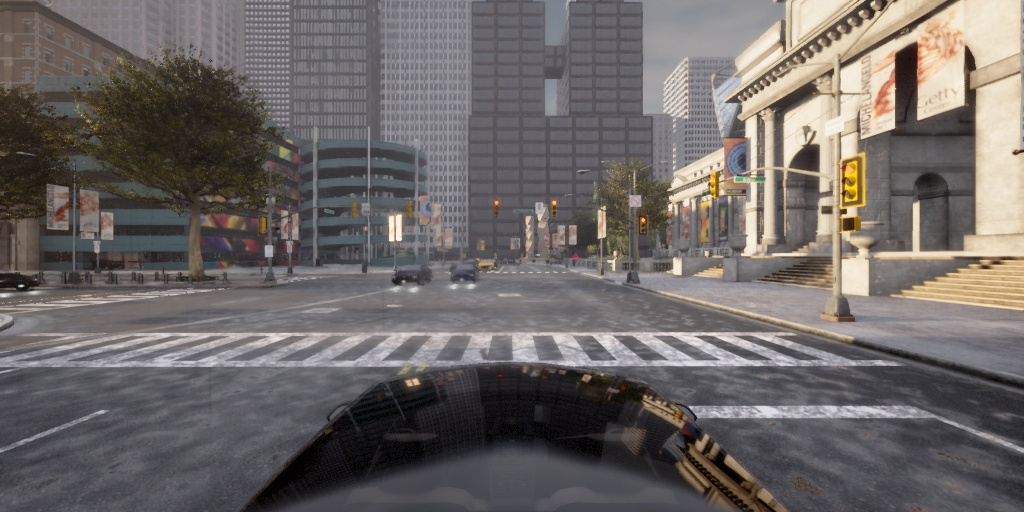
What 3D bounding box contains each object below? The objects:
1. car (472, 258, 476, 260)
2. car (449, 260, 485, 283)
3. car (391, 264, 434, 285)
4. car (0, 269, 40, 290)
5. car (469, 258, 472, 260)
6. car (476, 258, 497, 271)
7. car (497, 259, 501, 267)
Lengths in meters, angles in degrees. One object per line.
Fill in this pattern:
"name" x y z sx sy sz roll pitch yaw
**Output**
"car" -6.970 1.297 61.799 2.033 1.411 5.357 0 0 0
"car" -3.548 1.297 28.070 2.033 1.411 5.357 0 0 0
"car" -7.052 1.297 26.034 2.033 1.411 5.357 0 0 0
"car" -30.245 1.297 20.156 5.357 1.411 2.033 0 0 0
"car" -7.007 1.298 47.829 2.033 1.411 5.357 0 0 0
"car" -3.505 1.228 49.841 1.882 1.535 5.008 0 0 0
"car" -3.484 1.228 63.720 1.882 1.535 5.008 0 0 0
